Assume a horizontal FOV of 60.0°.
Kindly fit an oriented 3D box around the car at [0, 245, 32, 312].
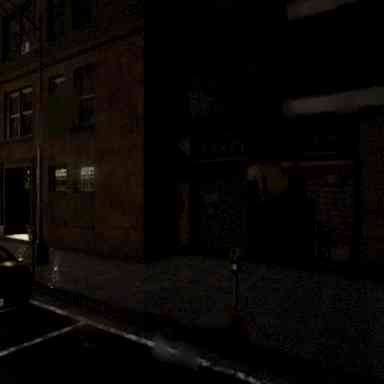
[{"bbox_3d":[-4.897,1.554,6.570,4.403,1.369,2.008,0,0,35],"label":"car"}]
